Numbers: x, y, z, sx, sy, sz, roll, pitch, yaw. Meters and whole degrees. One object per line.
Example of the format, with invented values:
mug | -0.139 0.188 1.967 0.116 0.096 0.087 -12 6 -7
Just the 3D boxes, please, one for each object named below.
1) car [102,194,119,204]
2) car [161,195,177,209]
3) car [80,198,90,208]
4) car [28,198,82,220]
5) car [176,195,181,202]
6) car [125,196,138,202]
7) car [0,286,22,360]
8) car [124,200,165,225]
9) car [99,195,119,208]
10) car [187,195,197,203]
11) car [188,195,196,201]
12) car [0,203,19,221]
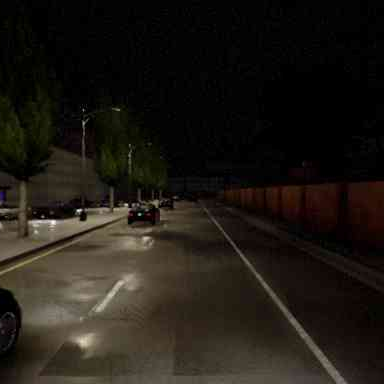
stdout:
car | -15.026 1.302 61.686 2.097 1.767 4.553 0 0 1
car | -3.398 1.512 43.872 2.033 1.411 5.357 0 0 0
car | -15.082 1.490 44.700 1.812 1.442 4.674 0 0 0
car | -11.598 1.525 28.497 2.033 1.411 5.357 0 0 0
car | -3.498 1.465 74.213 2.128 1.511 4.902 0 0 0
car | -11.511 1.496 63.482 2.033 1.411 5.357 0 0 0
car | -3.400 1.523 2.937 1.812 1.442 4.674 0 0 0
car | -3.399 1.528 24.129 2.033 1.411 5.357 0 0 0
car | -11.576 1.488 46.727 1.812 1.442 4.674 0 0 0
car | 0.002 1.442 67.046 1.837 1.490 4.892 0 0 0
car | 0.002 1.394 77.304 1.812 1.442 4.674 0 0 0
car | -15.098 1.579 27.160 1.895 1.301 4.718 0 0 0
